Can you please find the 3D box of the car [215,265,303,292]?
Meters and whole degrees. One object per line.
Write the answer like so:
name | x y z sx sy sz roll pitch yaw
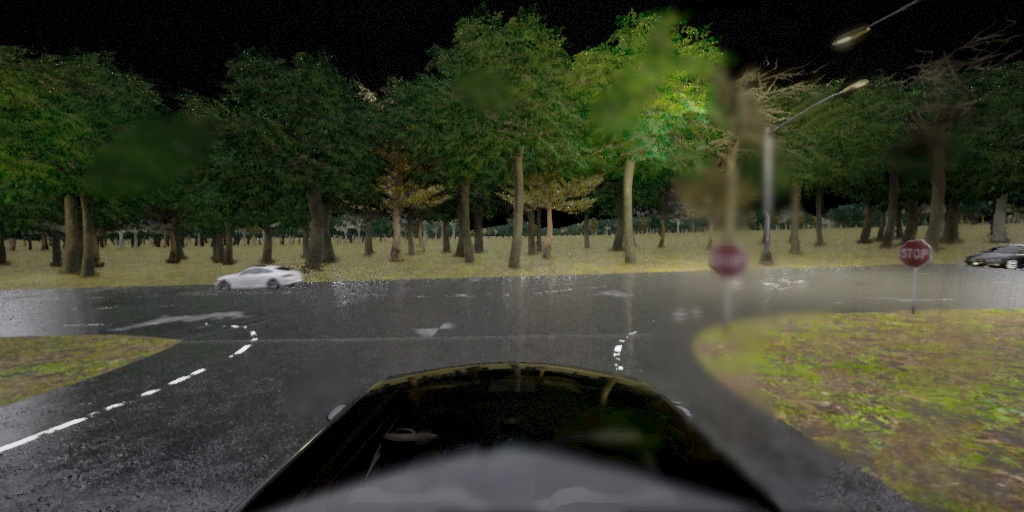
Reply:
car | -15.269 1.312 21.791 4.674 1.442 1.812 -1 3 0

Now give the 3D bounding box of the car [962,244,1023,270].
car | 30.744 0.065 21.920 4.892 1.490 1.837 -3 3 0
